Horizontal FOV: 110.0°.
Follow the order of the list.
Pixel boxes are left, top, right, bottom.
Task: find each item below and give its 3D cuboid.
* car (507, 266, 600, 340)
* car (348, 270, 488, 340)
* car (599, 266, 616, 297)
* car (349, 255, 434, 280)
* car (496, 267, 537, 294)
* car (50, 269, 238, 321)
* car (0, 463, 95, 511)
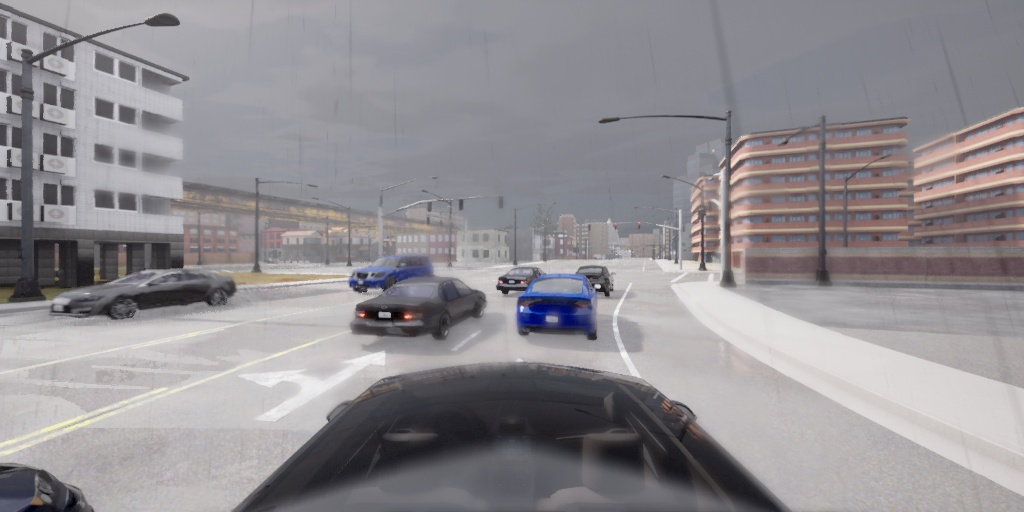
[{"bbox_3d":[1.459,1.226,10.197,1.882,1.535,5.008,0,0,14],"label":"car"},{"bbox_3d":[-2.202,1.296,10.075,2.033,1.411,5.357,0,0,12],"label":"car"},{"bbox_3d":[4.365,1.252,19.127,1.837,1.490,4.892,0,0,19],"label":"car"},{"bbox_3d":[-6.561,0.971,20.355,2.150,2.045,5.566,0,0,20],"label":"car"},{"bbox_3d":[0.847,1.295,19.673,2.033,1.411,5.357,0,0,20],"label":"car"},{"bbox_3d":[-12.537,1.240,12.740,2.128,1.511,4.902,0,0,13],"label":"car"},{"bbox_3d":[-3.228,1.314,0.165,1.994,1.385,4.181,0,0,-2],"label":"car"}]
